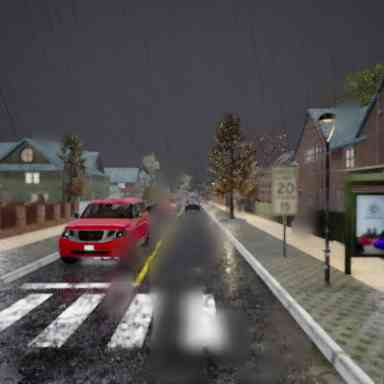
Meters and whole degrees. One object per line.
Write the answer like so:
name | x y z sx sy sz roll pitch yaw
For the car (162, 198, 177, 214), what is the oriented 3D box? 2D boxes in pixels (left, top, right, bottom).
car | -2.823 1.550 38.718 2.097 1.767 4.553 0 0 0

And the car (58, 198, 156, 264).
car | -2.886 1.259 12.330 2.150 2.045 5.566 0 0 2

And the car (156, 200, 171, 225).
car | -2.848 1.631 25.462 1.812 1.442 4.674 0 0 -1

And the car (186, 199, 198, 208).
car | 0.012 1.838 54.426 1.837 1.490 4.892 0 -1 0

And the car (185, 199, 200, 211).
car | 0.100 1.808 44.440 1.994 1.385 4.181 0 0 0
